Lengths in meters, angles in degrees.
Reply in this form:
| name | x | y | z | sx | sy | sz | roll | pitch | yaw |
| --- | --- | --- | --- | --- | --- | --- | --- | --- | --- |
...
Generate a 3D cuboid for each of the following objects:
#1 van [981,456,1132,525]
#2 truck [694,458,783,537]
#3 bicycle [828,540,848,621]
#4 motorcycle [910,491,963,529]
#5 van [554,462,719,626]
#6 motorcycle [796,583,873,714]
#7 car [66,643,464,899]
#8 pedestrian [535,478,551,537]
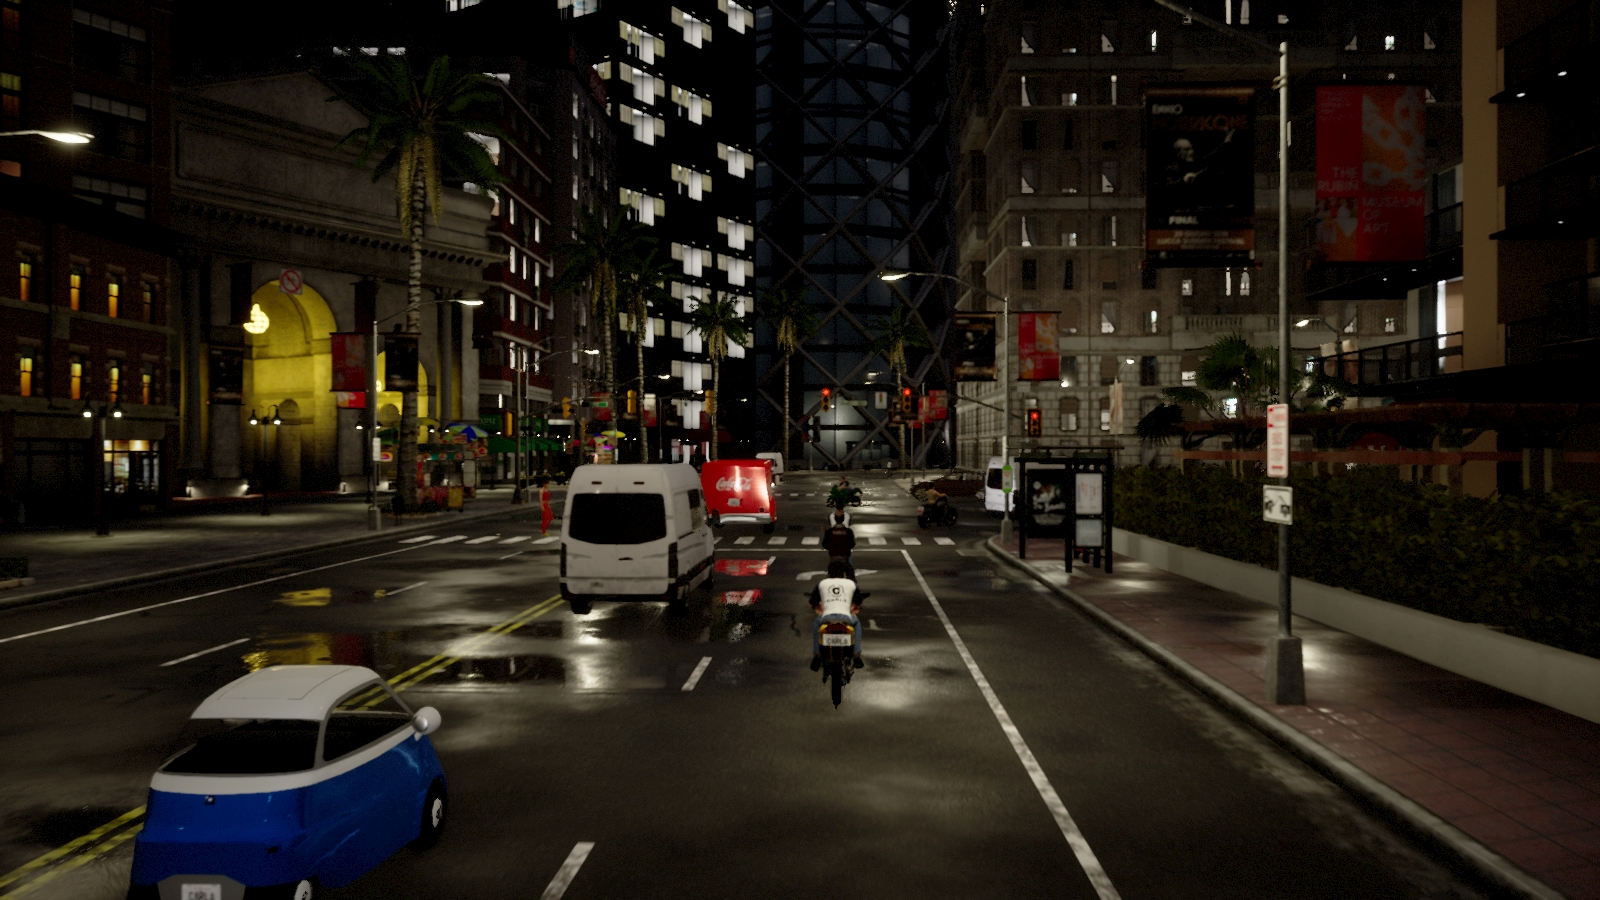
| name | x | y | z | sx | sy | sz | roll | pitch | yaw |
| --- | --- | --- | --- | --- | --- | --- | --- | --- | --- |
| van | 10.167 | 1.531 | 45.105 | 5.915 | 2.561 | 1.988 | 0 | 0 | -27 |
| truck | -2.061 | 1.573 | 39.990 | 2.627 | 2.467 | 5.204 | 0 | 1 | 2 |
| bicycle | 0.661 | 2.208 | 19.611 | 0.329 | 1.171 | 1.835 | 0 | 0 | 2 |
| motorcycle | 4.981 | 2.166 | 41.616 | 0.764 | 1.277 | 2.356 | 0 | 0 | 39 |
| van | -2.819 | 1.532 | 21.204 | 1.988 | 2.561 | 5.915 | 0 | 0 | 2 |
| motorcycle | 0.401 | 2.211 | 13.075 | 0.803 | 1.145 | 2.033 | 0 | 0 | 2 |
| car | -3.254 | 2.120 | 7.354 | 1.481 | 1.376 | 2.207 | 0 | 0 | 2 |
| pedestrian | -8.276 | 1.844 | 36.780 | 0.375 | 1.860 | 0.375 | 0 | 0 | 19 |
